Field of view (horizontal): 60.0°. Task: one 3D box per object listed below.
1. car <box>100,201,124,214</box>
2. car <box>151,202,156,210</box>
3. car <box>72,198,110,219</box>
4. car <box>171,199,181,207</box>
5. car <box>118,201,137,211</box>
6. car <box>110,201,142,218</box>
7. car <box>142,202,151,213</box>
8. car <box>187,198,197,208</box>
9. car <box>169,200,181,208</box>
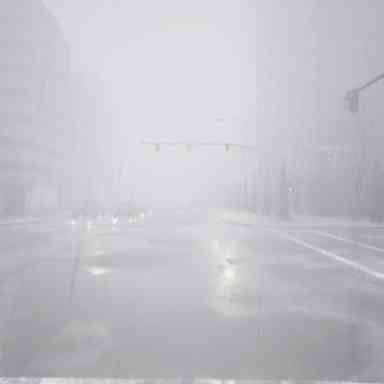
[{"bbox_3d":[-10.596,2.043,44.410,1.882,1.535,5.008,0,-1,0],"label":"car"},{"bbox_3d":[-7.081,2.263,54.918,1.994,1.385,4.181,0,-1,0],"label":"car"},{"bbox_3d":[-10.597,1.664,34.712,2.150,2.045,5.566,0,-1,0],"label":"car"},{"bbox_3d":[-3.496,2.436,73.981,2.128,1.511,4.902,0,-1,0],"label":"car"},{"bbox_3d":[-10.581,2.245,54.741,2.033,1.411,5.357,0,-1,0],"label":"car"},{"bbox_3d":[-7.098,1.812,36.059,2.097,1.767,4.553,0,-1,0],"label":"car"},{"bbox_3d":[-7.093,2.100,45.040,1.812,1.442,4.674,0,-1,-1],"label":"car"},{"bbox_3d":[0.003,2.363,64.084,2.033,1.411,5.357,0,-1,0],"label":"car"},{"bbox_3d":[-3.497,2.328,64.654,1.837,1.490,4.892,0,-1,0],"label":"car"}]
